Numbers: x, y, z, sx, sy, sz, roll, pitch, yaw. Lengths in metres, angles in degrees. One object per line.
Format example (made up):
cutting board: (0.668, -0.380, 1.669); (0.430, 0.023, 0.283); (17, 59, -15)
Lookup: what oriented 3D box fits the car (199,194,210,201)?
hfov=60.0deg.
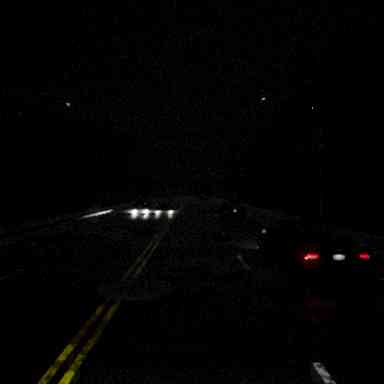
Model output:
car: (3.244, 1.371, 78.425); (2.033, 1.649, 4.856); (0, 0, 0)

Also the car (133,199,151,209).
car: (-6.589, 1.542, 44.092); (1.895, 1.301, 4.718); (0, 0, 0)

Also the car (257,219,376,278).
car: (3.348, 1.530, 10.079); (2.033, 1.411, 5.357); (0, 0, 0)

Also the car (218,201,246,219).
car: (3.348, 1.503, 28.433); (2.033, 1.411, 5.357); (0, 0, 0)

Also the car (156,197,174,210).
car: (-3.344, 1.420, 41.631); (1.882, 1.535, 5.008); (0, 0, 0)
